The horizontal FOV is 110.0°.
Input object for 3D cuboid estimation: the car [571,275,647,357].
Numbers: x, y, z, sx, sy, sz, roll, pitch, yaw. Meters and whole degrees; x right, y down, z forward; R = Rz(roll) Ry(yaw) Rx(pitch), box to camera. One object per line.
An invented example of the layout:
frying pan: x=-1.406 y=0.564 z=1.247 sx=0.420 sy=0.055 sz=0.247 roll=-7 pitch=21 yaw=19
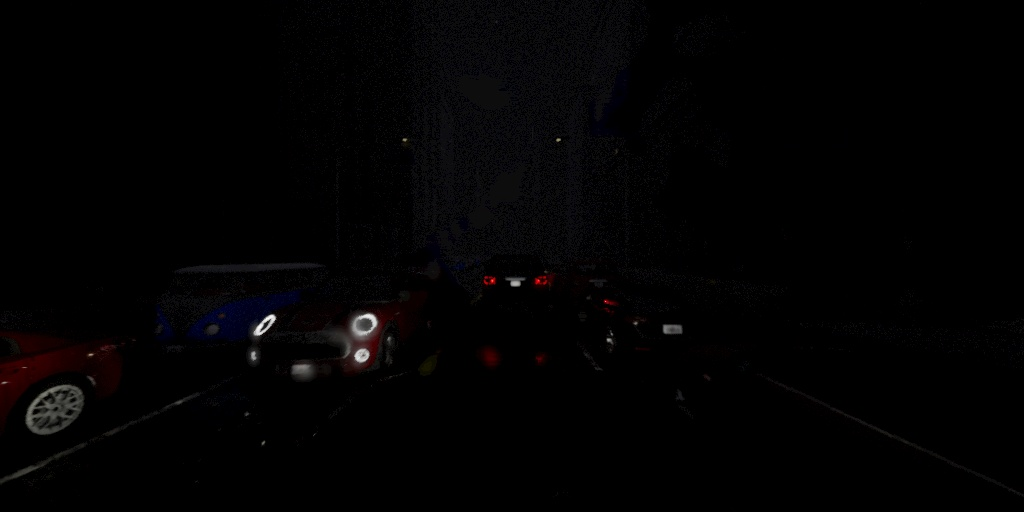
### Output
car: x=2.765 y=1.283 z=8.237 sx=1.948 sy=1.339 sz=4.313 roll=0 pitch=0 yaw=0

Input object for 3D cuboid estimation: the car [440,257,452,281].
car: x=-5.752 y=1.073 z=25.142 sx=1.967 sy=1.591 sz=4.097 roll=0 pitch=0 yaw=0

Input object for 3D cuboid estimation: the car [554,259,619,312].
car: x=2.768 y=1.004 z=13.874 sx=2.192 sy=1.841 sz=5.009 roll=0 pitch=0 yaw=0

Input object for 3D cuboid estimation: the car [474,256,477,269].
car: x=-5.741 y=1.074 z=47.687 sx=2.007 sy=1.370 sz=4.403 roll=0 pitch=0 yaw=0

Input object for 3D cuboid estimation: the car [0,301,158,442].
car: x=-5.763 y=1.290 z=2.595 sx=1.888 sy=1.381 sz=4.507 roll=0 pitch=0 yaw=0

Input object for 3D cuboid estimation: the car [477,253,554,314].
car: x=0.105 y=0.913 z=13.531 sx=2.150 sy=2.045 sz=5.566 roll=0 pitch=0 yaw=0

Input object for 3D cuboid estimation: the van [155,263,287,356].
van: x=-5.760 y=1.058 z=8.232 sx=1.690 sy=1.789 sz=3.998 roll=0 pitch=0 yaw=0

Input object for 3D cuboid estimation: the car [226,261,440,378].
car: x=-3.093 y=1.073 z=7.524 sx=2.097 sy=1.767 sz=4.553 roll=0 pitch=0 yaw=0

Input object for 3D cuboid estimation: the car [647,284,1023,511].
car: x=2.762 y=1.186 z=2.600 sx=1.967 sy=1.591 sz=4.097 roll=0 pitch=0 yaw=0

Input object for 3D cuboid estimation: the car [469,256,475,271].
car: x=-5.744 y=1.075 z=41.881 sx=1.751 sy=1.417 sz=4.829 roll=0 pitch=0 yaw=0

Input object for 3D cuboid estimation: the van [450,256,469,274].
van: x=-5.746 y=0.918 z=36.415 sx=1.690 sy=1.789 sz=3.998 roll=0 pitch=0 yaw=0
